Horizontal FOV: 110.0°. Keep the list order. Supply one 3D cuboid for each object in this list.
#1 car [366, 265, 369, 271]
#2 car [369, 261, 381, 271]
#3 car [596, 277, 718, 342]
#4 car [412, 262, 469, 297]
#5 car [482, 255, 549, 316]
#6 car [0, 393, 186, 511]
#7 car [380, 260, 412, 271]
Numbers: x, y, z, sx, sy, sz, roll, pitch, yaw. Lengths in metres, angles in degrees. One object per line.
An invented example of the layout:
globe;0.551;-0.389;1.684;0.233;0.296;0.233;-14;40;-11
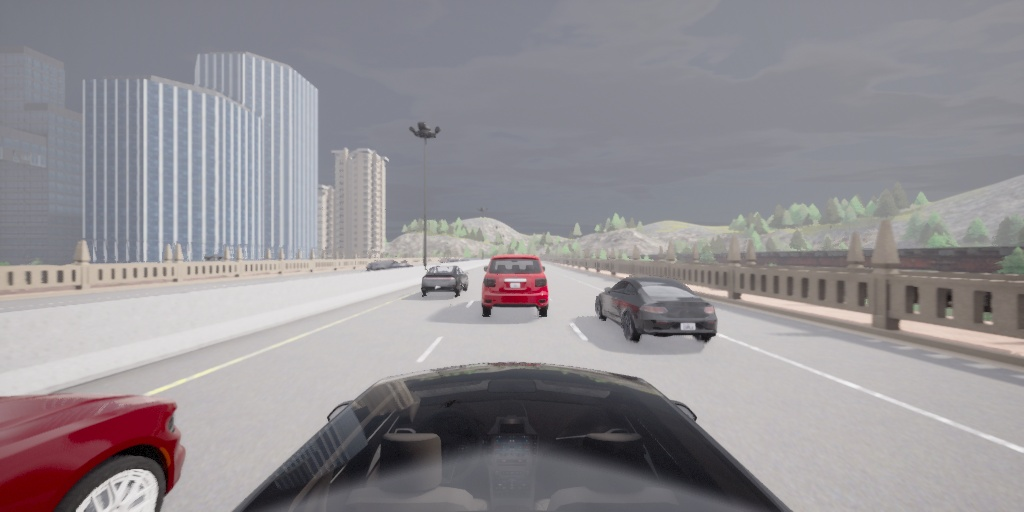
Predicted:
car;-17.575;1.309;47.313;1.994;1.385;4.181;0;0;0
car;-14.091;1.250;40.800;1.837;1.490;4.892;0;0;0
car;3.599;1.275;9.628;1.812;1.442;4.674;0;0;0
car;-3.403;1.239;18.826;2.128;1.511;4.902;0;0;0
car;0.099;0.970;13.393;2.150;2.045;5.566;0;0;0
car;-3.399;1.228;0.620;1.882;1.535;5.008;0;0;0
car;-10.597;1.310;34.288;1.994;1.385;4.181;0;0;0
